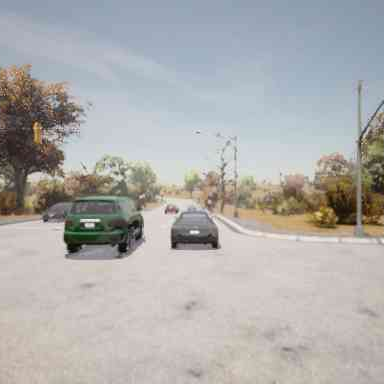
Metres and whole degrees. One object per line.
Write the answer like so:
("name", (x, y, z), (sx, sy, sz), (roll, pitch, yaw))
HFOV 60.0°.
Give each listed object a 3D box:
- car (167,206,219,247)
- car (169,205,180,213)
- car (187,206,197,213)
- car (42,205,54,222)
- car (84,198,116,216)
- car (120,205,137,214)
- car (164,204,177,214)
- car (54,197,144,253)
("car", (0.101, 1.535, 14.938), (1.994, 1.385, 4.181), (0, 0, 0))
("car", (-3.497, 3.411, 66.789), (1.882, 1.535, 5.008), (0, -3, 0))
("car", (0.003, 3.497, 66.785), (1.994, 1.385, 4.181), (0, -3, 0))
("car", (-10.586, 1.629, 27.415), (1.837, 1.490, 4.892), (0, -1, 0))
("car", (-10.589, 1.763, 38.790), (2.150, 2.045, 5.566), (0, -3, 0))
("car", (-10.521, 2.945, 55.749), (1.994, 1.385, 4.181), (0, -3, 1))
("car", (-3.498, 2.782, 56.750), (2.097, 1.767, 4.553), (0, -3, 0))
("car", (-3.400, 1.193, 13.742), (2.150, 2.045, 5.566), (0, 0, 0))
